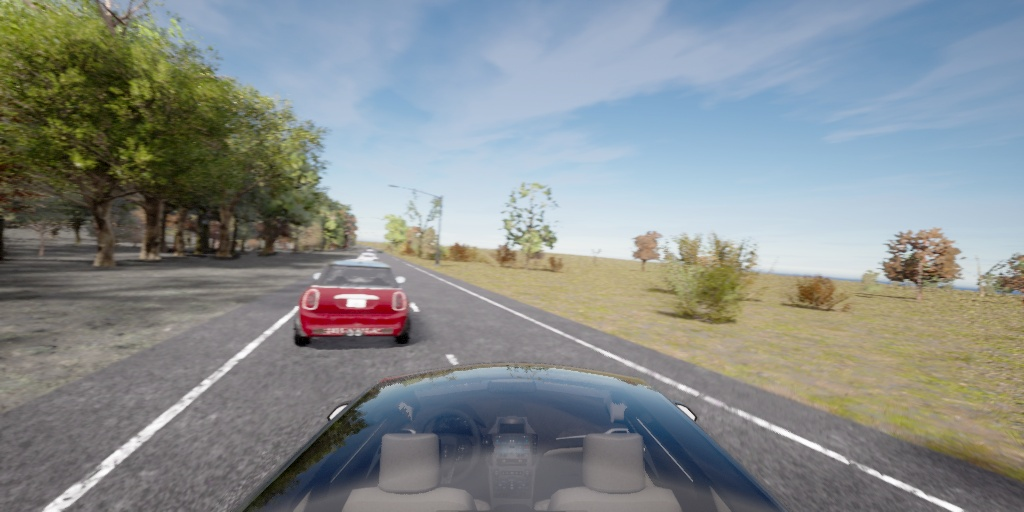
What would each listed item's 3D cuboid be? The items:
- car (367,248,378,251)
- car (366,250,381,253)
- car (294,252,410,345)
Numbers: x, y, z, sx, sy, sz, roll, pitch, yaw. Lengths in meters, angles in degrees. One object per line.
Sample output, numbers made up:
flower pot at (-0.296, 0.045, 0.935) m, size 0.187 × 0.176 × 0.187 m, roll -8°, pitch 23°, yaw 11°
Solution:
car at (-22.798, -0.037, 57.288) m, size 1.812 × 1.442 × 4.674 m, roll 4°, pitch -1°, yaw -21°
car at (-14.349, 0.450, 35.781) m, size 1.812 × 1.442 × 4.674 m, roll 4°, pitch 0°, yaw -21°
car at (-3.741, 0.876, 8.822) m, size 2.097 × 1.767 × 4.553 m, roll 4°, pitch 0°, yaw -21°
